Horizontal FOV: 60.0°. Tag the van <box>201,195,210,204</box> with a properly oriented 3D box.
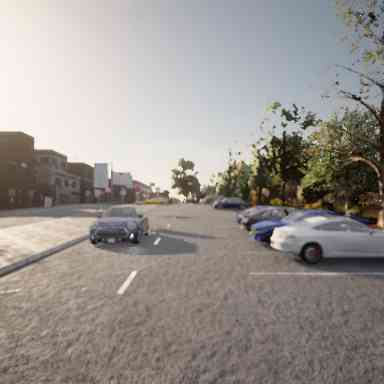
[{"bbox_3d":[4.761,1.673,69.393,4.442,1.987,1.878,0,-1,-1],"label":"van"}]

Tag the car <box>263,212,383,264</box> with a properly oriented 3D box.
[{"bbox_3d":[5.080,1.566,11.393,4.674,1.452,2.002,0,0,0],"label":"car"}]

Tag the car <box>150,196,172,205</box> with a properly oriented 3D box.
[{"bbox_3d":[-7.580,1.904,69.926,5.366,1.575,1.946,0,-1,-1],"label":"car"}]

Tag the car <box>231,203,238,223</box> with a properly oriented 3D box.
[{"bbox_3d":[5.078,1.604,21.091,4.674,1.452,2.002,0,0,0],"label":"car"}]

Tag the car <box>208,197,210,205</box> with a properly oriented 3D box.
[{"bbox_3d":[5.034,1.714,48.597,4.674,1.452,2.002,0,0,0],"label":"car"}]

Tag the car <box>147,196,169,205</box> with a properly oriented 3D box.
[{"bbox_3d":[-7.390,1.843,72.848,4.553,1.767,2.185,0,-1,-1],"label":"car"}]

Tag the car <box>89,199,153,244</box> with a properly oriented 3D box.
[{"bbox_3d":[-3.320,1.414,15.967,2.097,1.767,4.553,0,0,0],"label":"car"}]

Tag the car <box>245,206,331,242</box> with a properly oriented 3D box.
[{"bbox_3d":[5.088,1.538,14.542,5.008,1.535,2.097,0,0,0],"label":"car"}]

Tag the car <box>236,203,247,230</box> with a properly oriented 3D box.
[{"bbox_3d":[5.076,1.552,17.815,4.892,1.521,2.231,0,0,0],"label":"car"}]

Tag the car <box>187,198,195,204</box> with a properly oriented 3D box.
[{"bbox_3d":[-0.299,2.134,78.539,1.837,1.490,4.892,0,-2,-1],"label":"car"}]

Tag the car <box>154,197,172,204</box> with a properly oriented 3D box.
[{"bbox_3d":[-7.561,2.297,88.022,4.553,1.767,2.185,0,-2,-1],"label":"car"}]

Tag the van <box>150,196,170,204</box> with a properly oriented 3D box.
[{"bbox_3d":[-7.332,1.819,75.887,4.442,1.987,1.878,0,-2,-1],"label":"van"}]

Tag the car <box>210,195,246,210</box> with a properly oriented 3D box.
[{"bbox_3d":[5.107,1.534,45.428,4.553,1.767,2.185,0,0,0],"label":"car"}]

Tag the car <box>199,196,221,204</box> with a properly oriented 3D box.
[{"bbox_3d":[4.676,2.106,86.024,5.566,2.045,2.435,0,-2,-1],"label":"car"}]
